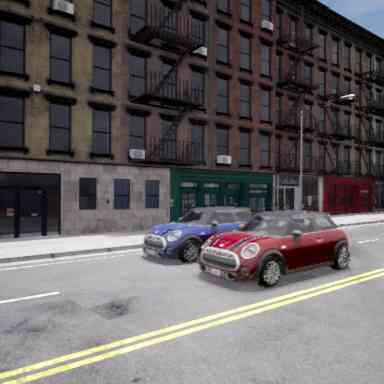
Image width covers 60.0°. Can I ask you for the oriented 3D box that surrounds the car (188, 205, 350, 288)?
[{"bbox_3d":[2.412,1.353,9.381,4.553,1.767,2.097,0,0,-35],"label":"car"}]

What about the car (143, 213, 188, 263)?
[{"bbox_3d":[0.528,1.353,12.029,4.553,1.767,2.097,0,0,-35],"label":"car"}]
